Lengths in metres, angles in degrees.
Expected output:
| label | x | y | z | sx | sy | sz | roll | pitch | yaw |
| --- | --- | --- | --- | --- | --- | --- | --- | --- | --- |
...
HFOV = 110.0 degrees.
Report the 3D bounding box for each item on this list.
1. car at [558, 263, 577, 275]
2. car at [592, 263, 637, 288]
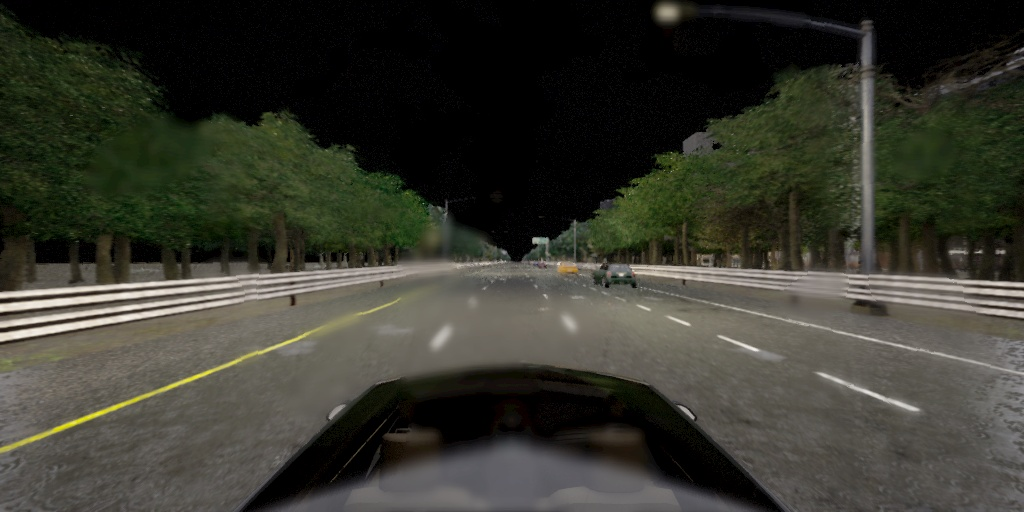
| label | x | y | z | sx | sy | sz | roll | pitch | yaw |
| --- | --- | --- | --- | --- | --- | --- | --- | --- | --- |
| car | 7.089 | 1.625 | 45.740 | 1.882 | 1.535 | 5.008 | 0 | -1 | 0 |
| car | 7.022 | 1.255 | 25.111 | 2.097 | 1.767 | 4.553 | 0 | -1 | 0 |
